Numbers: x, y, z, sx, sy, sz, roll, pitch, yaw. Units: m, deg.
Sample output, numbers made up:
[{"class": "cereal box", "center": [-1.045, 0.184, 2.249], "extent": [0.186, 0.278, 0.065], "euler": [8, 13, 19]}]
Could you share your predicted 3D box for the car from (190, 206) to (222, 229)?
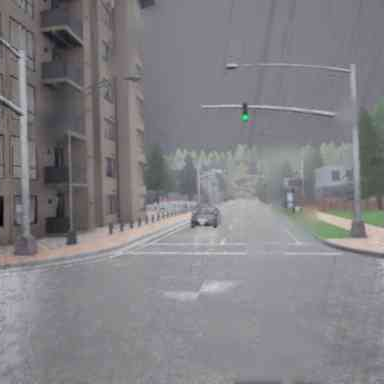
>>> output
[{"class": "car", "center": [1.078, 1.787, 24.196], "extent": [2.128, 1.511, 4.902], "euler": [-2, -1, 10]}]
